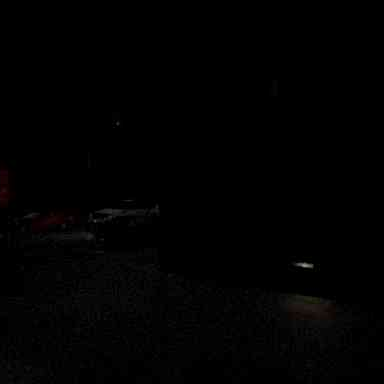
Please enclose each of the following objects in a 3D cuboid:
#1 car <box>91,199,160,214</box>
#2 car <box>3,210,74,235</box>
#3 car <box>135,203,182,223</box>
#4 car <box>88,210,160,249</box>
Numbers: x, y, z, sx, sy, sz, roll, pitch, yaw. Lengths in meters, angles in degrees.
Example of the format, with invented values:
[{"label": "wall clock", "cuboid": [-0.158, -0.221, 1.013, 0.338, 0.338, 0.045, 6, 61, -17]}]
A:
[{"label": "car", "cuboid": [-4.436, 1.495, 23.046, 2.150, 2.045, 5.566, 0, -1, 36]}, {"label": "car", "cuboid": [-9.386, 1.809, 20.607, 1.802, 1.307, 4.206, -1, -1, 36]}, {"label": "car", "cuboid": [-2.891, 1.777, 29.561, 1.967, 1.590, 4.097, -1, -1, 36]}, {"label": "car", "cuboid": [-2.470, 1.773, 15.623, 2.008, 1.369, 4.403, -1, -1, 36]}]
